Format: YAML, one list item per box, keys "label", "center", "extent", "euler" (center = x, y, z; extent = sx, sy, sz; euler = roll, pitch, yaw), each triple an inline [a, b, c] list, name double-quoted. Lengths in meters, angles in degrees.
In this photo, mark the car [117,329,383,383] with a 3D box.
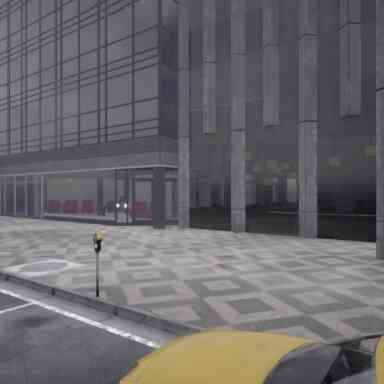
- label: "car"
  center: [1.513, 1.525, 2.002]
  extent: [4.829, 1.417, 1.752]
  euler: [0, 0, 36]
